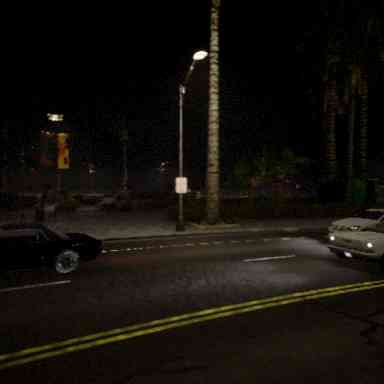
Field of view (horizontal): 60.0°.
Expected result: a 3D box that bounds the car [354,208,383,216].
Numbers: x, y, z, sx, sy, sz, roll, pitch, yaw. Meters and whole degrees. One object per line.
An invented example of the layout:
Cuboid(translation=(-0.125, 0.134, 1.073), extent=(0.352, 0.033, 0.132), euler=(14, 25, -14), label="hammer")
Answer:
Cuboid(translation=(8.459, 1.470, 14.903), extent=(4.674, 1.442, 1.812), euler=(0, 0, -15), label="car")

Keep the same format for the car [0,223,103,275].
Cuboid(translation=(-4.939, 1.522, 8.818), extent=(4.718, 1.301, 1.895), euler=(0, 0, -32), label="car")

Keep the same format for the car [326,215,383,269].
Cuboid(translation=(6.754, 1.564, 10.645), extent=(4.718, 1.301, 1.895), euler=(0, 0, -19), label="car")
